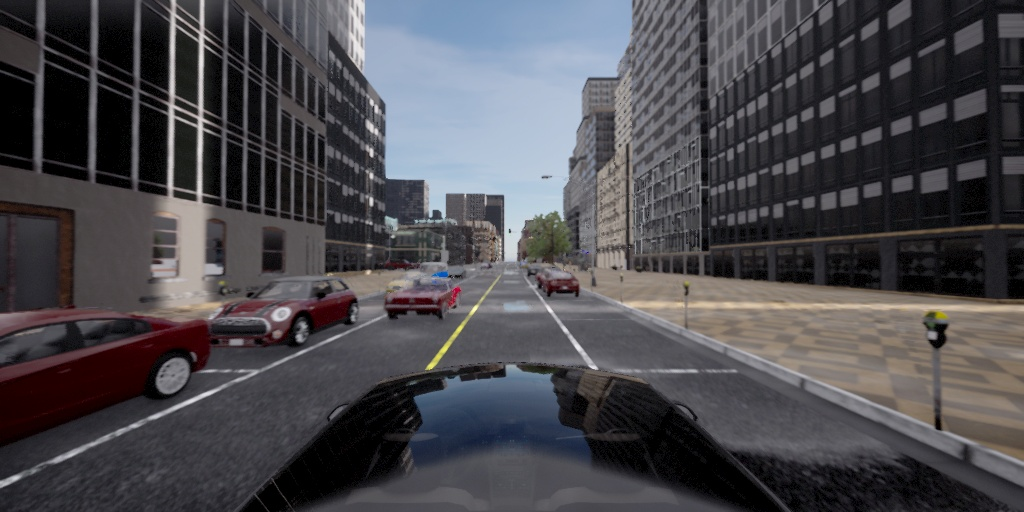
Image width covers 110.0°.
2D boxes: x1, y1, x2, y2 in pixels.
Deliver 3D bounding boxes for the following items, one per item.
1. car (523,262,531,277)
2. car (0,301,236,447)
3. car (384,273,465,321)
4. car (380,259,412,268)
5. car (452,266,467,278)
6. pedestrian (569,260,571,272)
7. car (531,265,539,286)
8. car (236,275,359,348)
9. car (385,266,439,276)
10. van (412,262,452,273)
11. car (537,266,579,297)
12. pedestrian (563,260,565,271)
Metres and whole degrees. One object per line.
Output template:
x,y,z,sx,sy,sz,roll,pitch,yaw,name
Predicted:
2.691,1.763,42.623,1.948,1.339,4.313,0,0,0,car
-5.689,1.318,3.850,1.888,1.381,4.507,0,0,0,car
-3.098,1.478,13.309,1.895,1.301,4.718,0,-1,0,car
-17.158,1.439,55.712,5.009,1.841,2.192,0,0,-1,car
-5.689,1.703,37.084,1.948,1.339,4.313,0,0,0,car
8.136,1.448,50.206,0.375,1.860,0.375,0,-1,0,pedestrian
2.691,1.455,26.006,1.967,1.591,4.097,0,0,0,car
-5.689,1.274,9.390,1.967,1.591,4.097,0,0,0,car
-5.689,1.480,20.297,1.751,1.417,4.829,0,0,0,car
-5.689,1.356,26.006,1.690,1.789,3.998,0,0,0,van
2.691,1.500,20.467,1.888,1.381,4.507,0,0,0,car
7.136,1.424,49.606,0.375,1.860,0.375,0,-1,0,pedestrian
